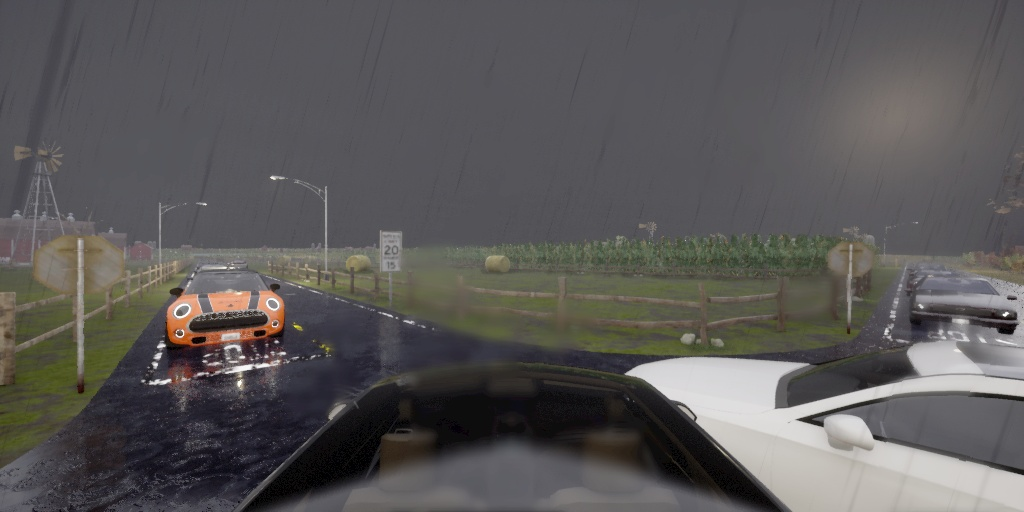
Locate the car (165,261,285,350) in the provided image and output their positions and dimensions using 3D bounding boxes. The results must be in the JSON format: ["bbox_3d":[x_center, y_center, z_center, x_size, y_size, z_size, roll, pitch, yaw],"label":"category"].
[{"bbox_3d":[-7.438,1.136,9.415,2.097,1.767,4.553,0,0,-39],"label":"car"}]

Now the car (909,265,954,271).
[{"bbox_3d":[21.104,1.359,17.770,4.181,1.385,1.994,0,1,-42],"label":"car"}]

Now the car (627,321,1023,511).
[{"bbox_3d":[2.866,1.293,2.171,1.812,1.442,4.674,0,1,-43],"label":"car"}]

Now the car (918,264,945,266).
[{"bbox_3d":[28.765,1.302,24.653,4.902,1.511,2.128,0,1,-42],"label":"car"}]

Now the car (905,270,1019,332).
[{"bbox_3d":[13.675,1.332,11.086,5.357,1.411,2.033,0,1,-42],"label":"car"}]
